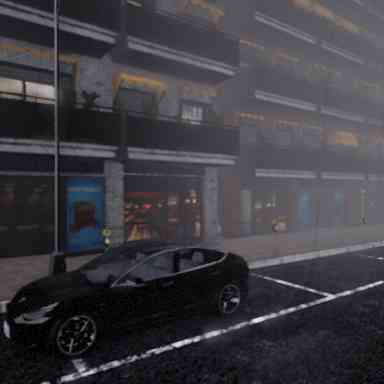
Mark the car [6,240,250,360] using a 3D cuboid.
[{"bbox_3d":[-0.838,1.592,5.976,4.313,1.339,1.947,1,-1,-35],"label":"car"}]
